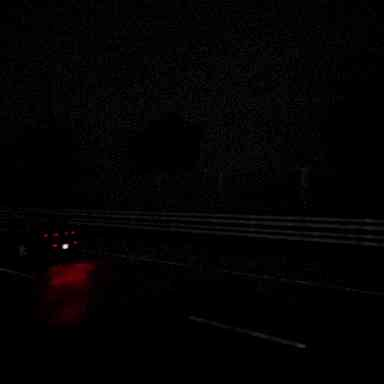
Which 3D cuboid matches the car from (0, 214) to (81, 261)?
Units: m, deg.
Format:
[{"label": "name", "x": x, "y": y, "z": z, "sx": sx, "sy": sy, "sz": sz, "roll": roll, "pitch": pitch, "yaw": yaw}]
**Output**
[{"label": "car", "x": -6.301, "y": 1.629, "z": 12.783, "sx": 4.892, "sy": 1.490, "sz": 1.837, "roll": -1, "pitch": 0, "yaw": 35}]
